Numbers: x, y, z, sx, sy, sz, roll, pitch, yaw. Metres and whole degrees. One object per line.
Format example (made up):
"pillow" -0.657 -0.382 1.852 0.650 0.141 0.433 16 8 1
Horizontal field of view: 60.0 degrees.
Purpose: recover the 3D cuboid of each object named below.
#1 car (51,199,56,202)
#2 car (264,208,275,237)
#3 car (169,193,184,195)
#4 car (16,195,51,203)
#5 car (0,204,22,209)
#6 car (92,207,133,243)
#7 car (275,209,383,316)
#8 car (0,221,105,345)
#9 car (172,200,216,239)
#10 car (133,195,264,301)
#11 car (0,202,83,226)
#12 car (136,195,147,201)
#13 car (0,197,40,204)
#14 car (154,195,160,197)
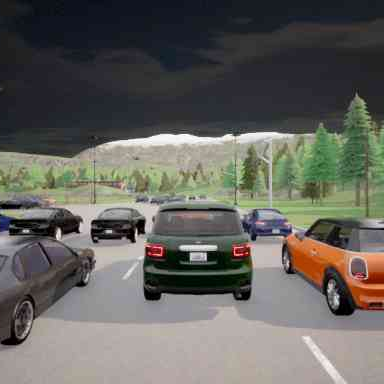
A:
"car" -22.477 1.526 47.449 4.674 1.442 1.812 0 0 -2
"car" 3.610 1.526 16.583 1.812 1.442 4.674 0 0 0
"car" -2.492 1.477 55.762 1.882 1.535 5.008 0 0 21
"car" -21.778 1.352 44.045 4.553 1.767 2.097 0 0 -3
"car" -10.392 1.526 16.312 1.812 1.442 4.674 0 0 0
"car" -3.392 1.478 16.111 1.882 1.535 5.008 0 0 0
"car" 3.600 1.352 7.683 2.097 1.767 4.553 0 0 0
"car" -3.400 1.547 6.284 2.033 1.411 5.357 0 0 0
"car" 0.109 1.352 18.004 2.097 1.767 4.553 0 0 0
"car" 0.107 1.221 8.482 2.150 2.045 5.566 0 0 0
"car" -6.892 1.478 16.281 1.882 1.535 5.008 0 0 0
"car" -10.600 1.353 71.039 2.097 1.767 4.553 0 0 0
"car" -21.635 1.601 40.456 4.718 1.301 1.895 0 0 -2
"car" -4.675 1.547 59.578 2.033 1.411 5.357 0 0 14
